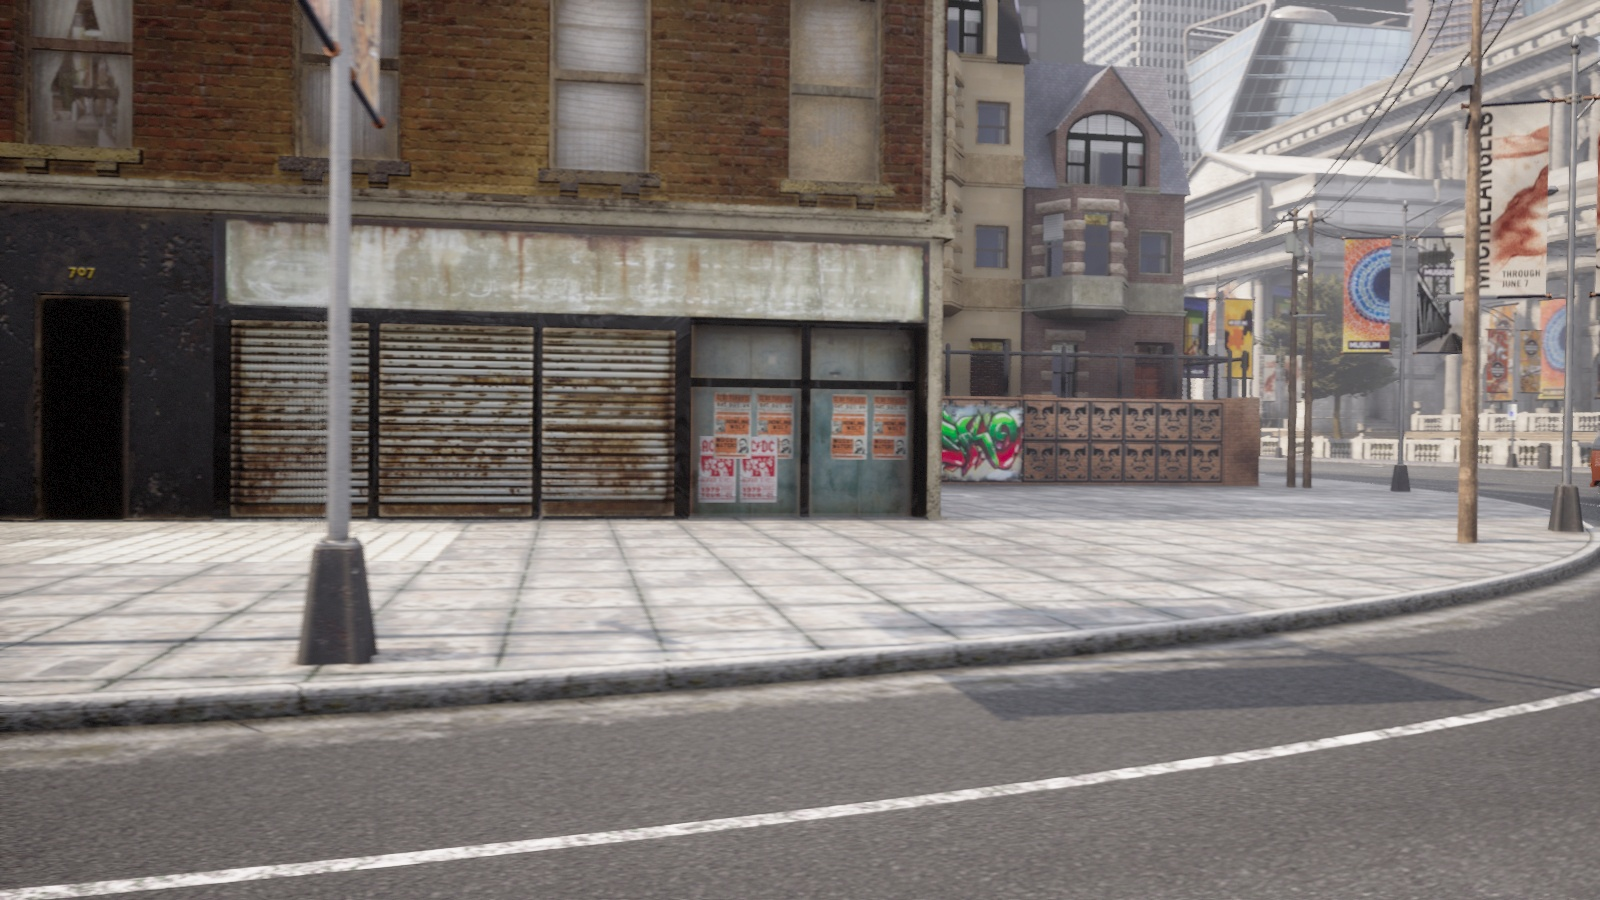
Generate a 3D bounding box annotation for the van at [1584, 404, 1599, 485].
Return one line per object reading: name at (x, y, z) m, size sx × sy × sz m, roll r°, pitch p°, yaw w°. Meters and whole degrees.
van at (20.328, -0.123, 29.422) m, size 1.775 × 1.987 × 4.442 m, roll 0°, pitch 1°, yaw 10°
